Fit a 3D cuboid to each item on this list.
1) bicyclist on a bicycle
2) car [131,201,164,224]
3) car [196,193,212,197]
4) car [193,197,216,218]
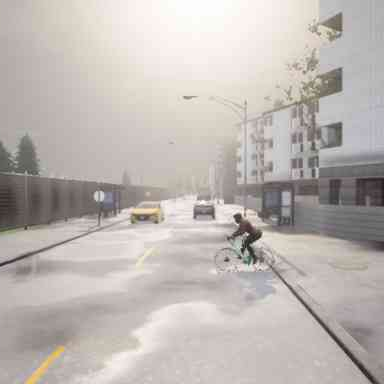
[{"bbox_3d":[1.440,1.414,9.216,1.656,1.620,0.582,-1,0,2],"label":"bicyclist on a bicycle"},{"bbox_3d":[-3.207,1.472,24.663,1.882,1.535,5.008,0,0,2],"label":"car"},{"bbox_3d":[1.749,1.212,48.485,2.150,2.045,5.566,0,0,2],"label":"car"},{"bbox_3d":[1.113,1.485,30.285,2.128,1.511,4.902,0,0,2],"label":"car"}]
